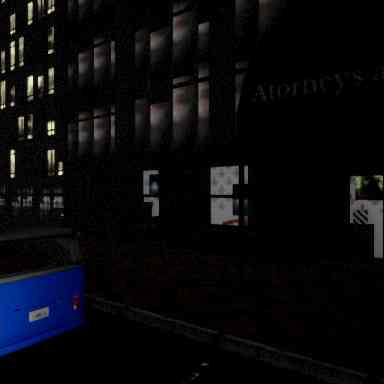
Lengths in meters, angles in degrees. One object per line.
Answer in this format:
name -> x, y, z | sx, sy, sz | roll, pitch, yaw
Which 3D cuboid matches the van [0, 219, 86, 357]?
van -> -3.474, 1.341, 5.370 | 3.998, 1.788, 1.690 | 0, 0, 36
